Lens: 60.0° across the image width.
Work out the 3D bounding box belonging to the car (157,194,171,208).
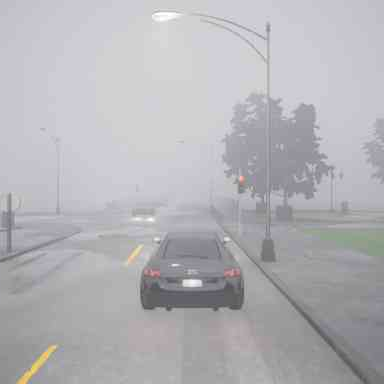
[{"bbox_3d":[-4.473,1.478,47.600,1.882,1.535,5.008,0,0,0],"label":"car"}]

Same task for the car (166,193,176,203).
[{"bbox_3d":[-4.554,1.224,68.135,2.150,2.045,5.566,0,0,0],"label":"car"}]

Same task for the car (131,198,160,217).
[{"bbox_3d":[-4.341,1.564,30.713,1.994,1.385,4.181,0,0,0],"label":"car"}]

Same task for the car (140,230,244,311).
[{"bbox_3d":[0.002,1.564,7.826,1.994,1.385,4.181,0,0,0],"label":"car"}]
